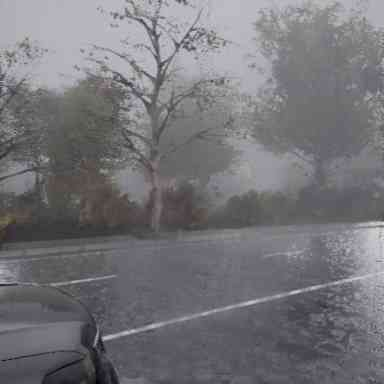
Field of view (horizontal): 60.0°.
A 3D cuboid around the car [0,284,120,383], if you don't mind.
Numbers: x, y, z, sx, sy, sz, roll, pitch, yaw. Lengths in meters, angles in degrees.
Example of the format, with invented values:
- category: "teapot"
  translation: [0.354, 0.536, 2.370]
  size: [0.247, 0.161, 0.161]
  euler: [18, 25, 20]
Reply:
- category: "car"
  translation: [-3.103, 1.206, 1.479]
  size: [5.566, 2.045, 2.150]
  euler: [0, 0, -36]
